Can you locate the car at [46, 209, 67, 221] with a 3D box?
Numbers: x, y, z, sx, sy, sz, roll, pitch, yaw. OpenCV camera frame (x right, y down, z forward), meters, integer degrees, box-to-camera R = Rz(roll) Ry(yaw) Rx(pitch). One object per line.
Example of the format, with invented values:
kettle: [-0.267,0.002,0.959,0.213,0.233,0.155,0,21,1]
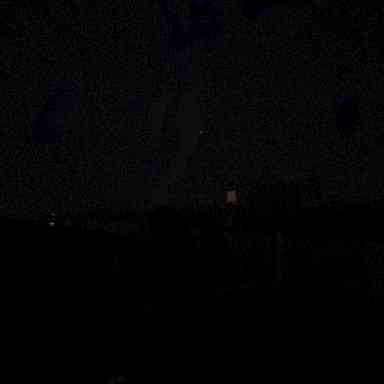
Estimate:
car: [-20.012,3.324,49.021,2.097,1.767,4.553,-2,-1,-35]
